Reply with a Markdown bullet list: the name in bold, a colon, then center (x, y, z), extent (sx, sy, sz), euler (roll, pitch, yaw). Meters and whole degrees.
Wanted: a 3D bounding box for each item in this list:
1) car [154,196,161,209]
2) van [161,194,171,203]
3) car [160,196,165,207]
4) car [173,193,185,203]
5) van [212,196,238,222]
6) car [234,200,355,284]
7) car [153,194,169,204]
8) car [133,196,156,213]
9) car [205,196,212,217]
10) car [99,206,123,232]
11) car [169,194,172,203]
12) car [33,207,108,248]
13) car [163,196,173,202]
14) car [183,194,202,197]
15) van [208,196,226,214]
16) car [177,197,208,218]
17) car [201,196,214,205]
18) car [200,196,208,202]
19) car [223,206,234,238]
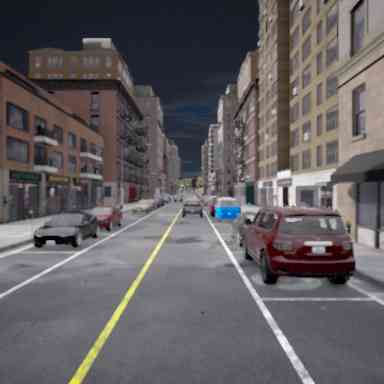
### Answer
- **car**: center (-5.391, 1.549, 41.927), extent (2.008, 1.369, 4.403), euler (0, 0, 0)
- **van**: center (-5.379, 1.337, 68.958), extent (1.690, 1.788, 3.998), euler (0, 0, 0)
- **car**: center (-5.389, 1.563, 47.333), extent (1.947, 1.339, 4.313), euler (0, 0, 0)
- **car**: center (-2.743, 1.494, 68.090), extent (1.837, 1.490, 4.892), euler (0, 0, 0)
- **van**: center (2.694, 1.340, 25.708), extent (1.690, 1.788, 3.998), euler (0, 0, 0)
- **car**: center (2.706, 1.315, 9.490), extent (2.192, 1.841, 5.009), euler (0, 0, 0)
- **car**: center (-5.386, 1.312, 52.740), extent (2.192, 1.841, 5.009), euler (0, 0, 0)
- **car**: center (-5.393, 1.524, 36.352), extent (1.752, 1.417, 4.829), euler (0, 0, 0)
- **car**: center (2.690, 1.313, 31.115), extent (2.192, 1.841, 5.009), euler (0, 0, 0)
- **car**: center (-5.400, 1.544, 20.302), extent (1.887, 1.381, 4.507), euler (0, 0, 0)
- **car**: center (-5.381, 1.578, 63.552), extent (1.802, 1.307, 4.206), euler (0, 0, 0)
- **car**: center (-5.403, 1.566, 14.896), extent (1.947, 1.339, 4.313), euler (0, 0, 0)
- **car**: center (-5.377, 1.546, 74.365), extent (2.008, 1.369, 4.403), euler (0, 0, 0)
- **car**: center (0.068, 1.474, 46.000), extent (1.882, 1.535, 5.008), euler (0, 0, 0)
- **van**: center (2.686, 1.339, 36.521), extent (1.690, 1.788, 3.998), euler (0, 0, 0)
- **car**: center (0.067, 1.491, 30.671), extent (2.128, 1.511, 4.902), euler (0, 0, 1)
- **car**: center (2.670, 1.436, 58.145), extent (1.967, 1.590, 4.097), euler (0, 0, 0)
- **car**: center (2.657, 1.520, 74.534), extent (1.752, 1.417, 4.829), euler (0, 0, 0)
- **car**: center (2.702, 1.550, 14.896), extent (2.008, 1.369, 4.403), euler (0, 0, 0)
